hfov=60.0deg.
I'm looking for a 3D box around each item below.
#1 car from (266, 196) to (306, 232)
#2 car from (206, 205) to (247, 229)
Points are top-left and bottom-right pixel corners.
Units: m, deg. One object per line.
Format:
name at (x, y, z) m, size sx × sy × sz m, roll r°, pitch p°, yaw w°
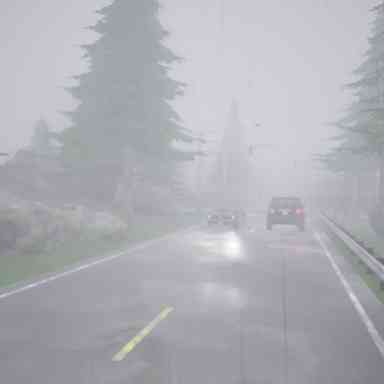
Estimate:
car at (5.933, 1.256, 21.021) m, size 2.150 × 2.045 × 5.566 m, roll 1°, pitch 0°, yaw 17°
car at (2.350, 1.565, 21.798) m, size 1.895 × 1.301 × 4.718 m, roll 1°, pitch 0°, yaw 17°
